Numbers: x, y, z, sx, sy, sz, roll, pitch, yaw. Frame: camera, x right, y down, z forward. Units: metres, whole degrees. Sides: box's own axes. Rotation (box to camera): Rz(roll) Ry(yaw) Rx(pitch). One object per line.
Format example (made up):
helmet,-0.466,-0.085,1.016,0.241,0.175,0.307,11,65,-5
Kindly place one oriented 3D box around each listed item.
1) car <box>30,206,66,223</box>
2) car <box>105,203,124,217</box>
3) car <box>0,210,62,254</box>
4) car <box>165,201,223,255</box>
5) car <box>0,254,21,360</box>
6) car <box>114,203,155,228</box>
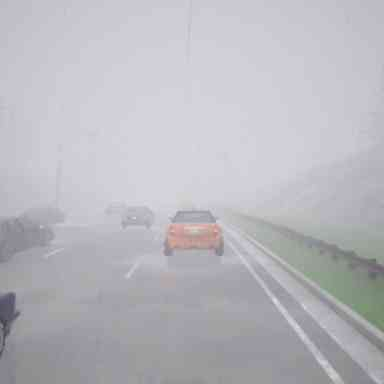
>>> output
car,-10.665,1.684,24.068,1.994,1.385,4.181,0,0,-2
car,-7.498,1.770,34.110,1.895,1.301,4.718,0,0,-2
car,-6.924,1.609,12.205,2.033,1.411,5.357,0,0,0
car,0.048,1.419,13.787,2.097,1.767,4.553,0,0,-1
car,-3.398,1.615,2.669,1.895,1.301,4.718,0,0,0
car,-3.611,1.661,22.850,2.033,1.411,5.357,0,0,-2
